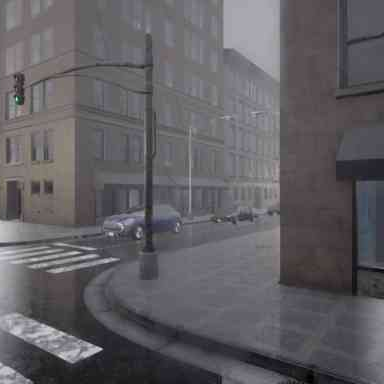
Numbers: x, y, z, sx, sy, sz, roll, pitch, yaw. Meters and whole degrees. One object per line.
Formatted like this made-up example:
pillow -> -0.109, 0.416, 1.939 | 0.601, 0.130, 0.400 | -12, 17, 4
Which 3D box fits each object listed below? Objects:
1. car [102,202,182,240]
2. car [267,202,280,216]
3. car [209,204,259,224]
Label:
car -> -2.553, 1.432, 17.689 | 2.097, 1.767, 4.553 | 0, 0, 35
car -> 9.667, 1.743, 34.876 | 2.033, 1.411, 5.357 | 0, 0, 36
car -> 3.482, 1.685, 26.192 | 2.033, 1.411, 5.357 | 0, 0, 35
